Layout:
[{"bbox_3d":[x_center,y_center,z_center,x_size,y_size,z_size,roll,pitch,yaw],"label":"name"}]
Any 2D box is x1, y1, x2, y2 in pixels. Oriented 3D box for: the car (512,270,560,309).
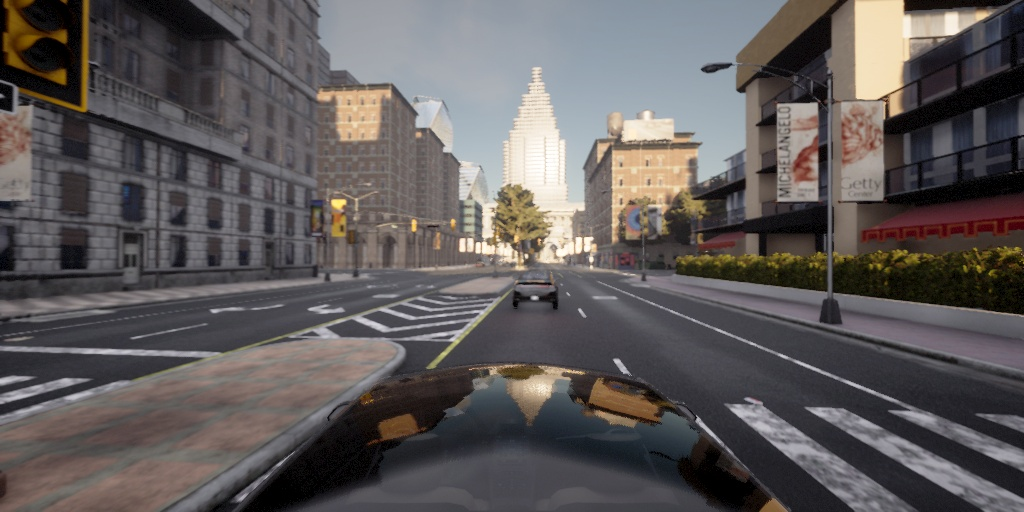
[{"bbox_3d":[1.064,1.378,15.831,2.128,1.511,4.902,0,0,5],"label":"car"}]
